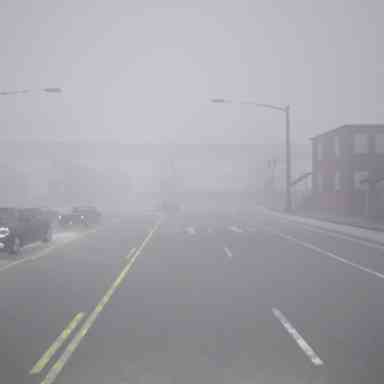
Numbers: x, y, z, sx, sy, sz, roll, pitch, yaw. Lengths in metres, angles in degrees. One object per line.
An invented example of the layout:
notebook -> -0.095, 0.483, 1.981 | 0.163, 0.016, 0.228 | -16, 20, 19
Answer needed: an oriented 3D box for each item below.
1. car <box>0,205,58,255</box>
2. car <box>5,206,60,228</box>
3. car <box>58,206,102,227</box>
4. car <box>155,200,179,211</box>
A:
car -> -7.551, 1.438, 13.691 | 2.097, 1.767, 4.553 | 0, 0, -2
car -> -11.408, 1.736, 24.188 | 1.895, 1.301, 4.718 | 0, 0, -2
car -> -7.889, 1.704, 23.672 | 1.895, 1.301, 4.718 | 0, 0, -2
car -> -3.334, 1.694, 43.066 | 1.895, 1.301, 4.718 | 0, 0, -23
